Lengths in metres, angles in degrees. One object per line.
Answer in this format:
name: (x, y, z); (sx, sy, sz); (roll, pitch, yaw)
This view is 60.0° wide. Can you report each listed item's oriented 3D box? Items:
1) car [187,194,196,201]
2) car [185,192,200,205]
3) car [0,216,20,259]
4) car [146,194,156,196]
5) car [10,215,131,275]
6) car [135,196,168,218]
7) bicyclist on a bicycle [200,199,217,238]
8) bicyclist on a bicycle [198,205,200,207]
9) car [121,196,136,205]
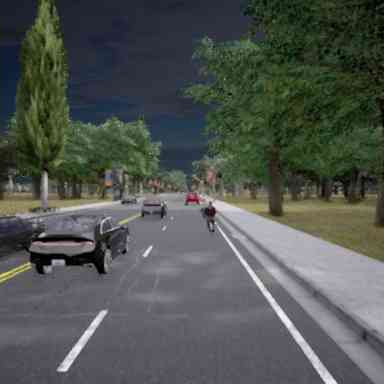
car: (-0.035, 1.149, 73.694); (1.882, 1.535, 5.008); (0, 0, 0)
car: (0.074, 0.975, 54.506); (2.150, 2.045, 5.566); (0, 0, 0)
car: (-6.605, 1.498, 10.732); (2.033, 1.411, 5.357); (0, 0, 0)
car: (-6.595, 1.115, 52.552); (2.097, 1.767, 4.553); (0, 0, 0)
car: (-3.156, 1.444, 10.278); (2.128, 1.511, 4.902); (0, 0, 0)
car: (-3.165, 1.362, 28.480); (2.128, 1.511, 4.902); (0, 0, 0)
bicyclist on a bicycle: (0.886, 1.297, 16.034); (0.659, 1.776, 1.843); (0, 1, 0)
bicyclist on a bicycle: (0.901, 1.321, 25.417); (0.866, 1.612, 1.509); (0, 0, 0)
car: (-9.840, 1.310, 52.369); (2.033, 1.411, 5.357); (0, 0, 0)
